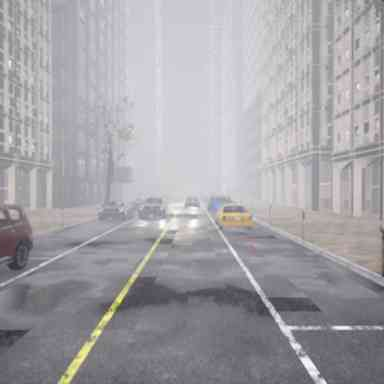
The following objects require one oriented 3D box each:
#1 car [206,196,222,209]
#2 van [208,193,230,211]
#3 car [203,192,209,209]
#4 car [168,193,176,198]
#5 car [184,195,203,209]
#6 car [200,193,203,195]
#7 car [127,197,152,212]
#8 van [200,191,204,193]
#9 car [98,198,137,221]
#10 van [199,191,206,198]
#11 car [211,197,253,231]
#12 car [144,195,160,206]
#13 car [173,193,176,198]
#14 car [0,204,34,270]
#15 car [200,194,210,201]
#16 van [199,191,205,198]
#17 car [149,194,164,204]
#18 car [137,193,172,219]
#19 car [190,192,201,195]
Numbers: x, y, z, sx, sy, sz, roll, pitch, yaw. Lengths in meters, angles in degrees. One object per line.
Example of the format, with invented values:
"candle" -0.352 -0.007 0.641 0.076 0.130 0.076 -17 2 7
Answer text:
"car" 2.709 1.260 42.322 1.752 1.417 4.829 0 0 0
"van" 2.702 1.152 30.754 1.690 1.788 3.998 0 0 0
"car" 2.705 1.089 36.453 2.192 1.841 5.009 0 0 0
"car" -5.645 0.886 93.444 1.887 1.381 4.507 0 0 0
"car" 0.054 1.347 40.743 1.895 1.301 4.718 0 0 0
"car" 2.715 1.206 53.552 2.008 1.369 4.403 0 0 0
"car" -5.675 1.325 36.461 2.008 1.369 4.403 0 0 0
"van" 2.720 0.910 64.946 1.690 1.788 3.998 0 0 0
"car" -5.681 1.288 25.064 1.967 1.590 4.097 0 0 0
"van" 2.732 0.728 87.738 1.690 1.788 3.998 0 0 0
"car" 2.360 1.338 19.781 1.801 1.575 5.366 0 0 0
"car" -5.669 1.223 47.687 1.752 1.417 4.829 0 0 0
"car" -5.651 1.015 82.048 1.802 1.307 4.206 0 0 0
"car" -5.690 1.269 7.969 2.192 1.841 5.009 0 0 0
"car" 2.724 1.069 70.645 1.887 1.381 4.507 0 0 0
"van" 2.735 0.682 93.437 1.690 1.788 3.998 0 0 0
"car" -5.666 1.096 53.557 1.967 1.590 4.097 0 0 0
"car" -3.085 1.185 27.373 2.097 1.767 4.553 0 0 0
"car" 0.027 1.157 54.007 1.837 1.490 4.892 0 0 0
